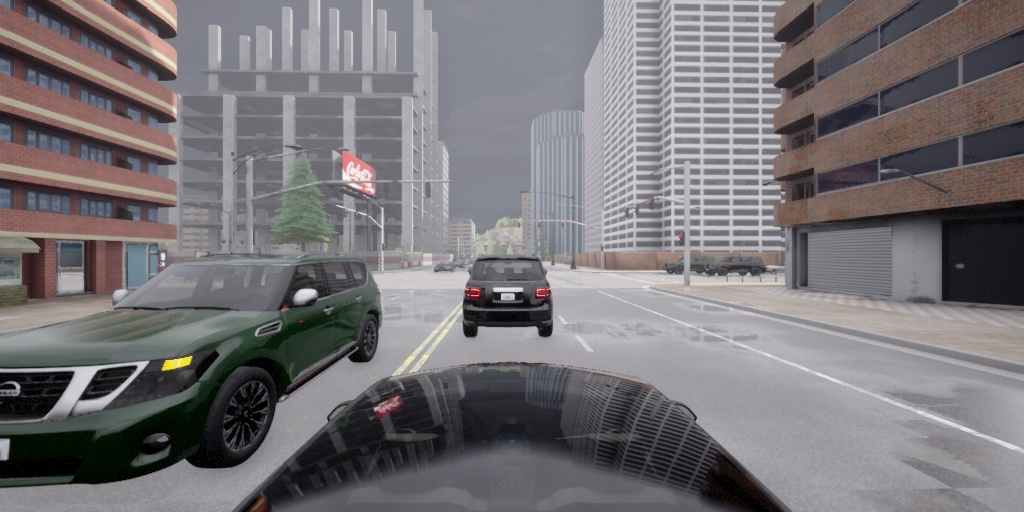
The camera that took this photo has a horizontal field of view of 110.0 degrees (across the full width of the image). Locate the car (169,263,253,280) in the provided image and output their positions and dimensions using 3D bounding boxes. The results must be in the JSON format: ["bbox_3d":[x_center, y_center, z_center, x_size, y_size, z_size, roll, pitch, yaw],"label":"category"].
[{"bbox_3d":[-25.608,1.297,30.650,5.357,1.411,2.033,0,0,-1],"label":"car"}]

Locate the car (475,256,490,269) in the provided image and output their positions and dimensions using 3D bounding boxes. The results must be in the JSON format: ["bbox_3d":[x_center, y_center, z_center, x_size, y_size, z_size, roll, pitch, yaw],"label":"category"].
[{"bbox_3d":[-4.703,0.973,58.312,2.150,2.045,5.566,0,0,-1],"label":"car"}]

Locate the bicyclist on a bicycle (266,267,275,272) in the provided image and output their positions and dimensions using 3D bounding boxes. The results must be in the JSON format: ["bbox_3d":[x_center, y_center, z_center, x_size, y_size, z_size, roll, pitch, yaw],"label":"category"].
[{"bbox_3d":[-28.682,1.051,42.559,0.582,1.620,1.656,0,0,-1],"label":"bicyclist on a bicycle"}]

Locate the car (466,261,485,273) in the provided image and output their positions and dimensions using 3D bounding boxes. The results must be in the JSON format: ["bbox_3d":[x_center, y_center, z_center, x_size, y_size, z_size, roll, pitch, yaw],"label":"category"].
[{"bbox_3d":[-4.438,1.351,44.391,1.895,1.301,4.718,0,0,-1],"label":"car"}]

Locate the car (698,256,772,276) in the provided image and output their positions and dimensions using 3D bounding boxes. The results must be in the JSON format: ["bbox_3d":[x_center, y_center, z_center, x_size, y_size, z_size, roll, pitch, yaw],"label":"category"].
[{"bbox_3d":[22.015,0.971,35.561,5.566,2.045,2.150,0,0,-2],"label":"car"}]

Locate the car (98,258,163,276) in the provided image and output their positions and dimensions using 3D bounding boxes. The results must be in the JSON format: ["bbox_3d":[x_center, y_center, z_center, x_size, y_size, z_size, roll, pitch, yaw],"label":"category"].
[{"bbox_3d":[-39.778,1.102,37.492,4.553,1.767,2.097,0,0,-1],"label":"car"}]

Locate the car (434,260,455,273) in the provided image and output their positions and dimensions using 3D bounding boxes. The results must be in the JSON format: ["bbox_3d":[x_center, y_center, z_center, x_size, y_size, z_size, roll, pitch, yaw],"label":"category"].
[{"bbox_3d":[-7.894,1.315,42.216,1.994,1.385,4.181,0,0,-1],"label":"car"}]

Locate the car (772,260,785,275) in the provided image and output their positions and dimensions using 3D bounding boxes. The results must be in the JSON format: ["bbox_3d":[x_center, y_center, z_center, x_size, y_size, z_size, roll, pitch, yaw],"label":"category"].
[{"bbox_3d":[29.536,1.351,39.239,4.718,1.301,1.895,0,0,-1],"label":"car"}]

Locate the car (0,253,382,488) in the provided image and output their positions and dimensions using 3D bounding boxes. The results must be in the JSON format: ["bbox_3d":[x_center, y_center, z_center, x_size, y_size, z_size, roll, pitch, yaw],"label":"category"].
[{"bbox_3d":[-3.674,0.972,5.207,2.150,2.045,5.566,0,0,-2],"label":"car"}]

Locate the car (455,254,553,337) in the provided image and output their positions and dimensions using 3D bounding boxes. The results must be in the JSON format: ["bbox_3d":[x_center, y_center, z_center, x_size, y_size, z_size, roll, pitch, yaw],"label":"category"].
[{"bbox_3d":[-0.116,0.971,10.421,2.150,2.045,5.566,0,0,-1],"label":"car"}]

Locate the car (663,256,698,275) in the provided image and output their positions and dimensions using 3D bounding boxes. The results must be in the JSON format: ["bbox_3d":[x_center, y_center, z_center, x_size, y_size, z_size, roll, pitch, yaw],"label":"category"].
[{"bbox_3d":[19.406,0.972,38.992,5.566,2.045,2.150,0,0,-1],"label":"car"}]
